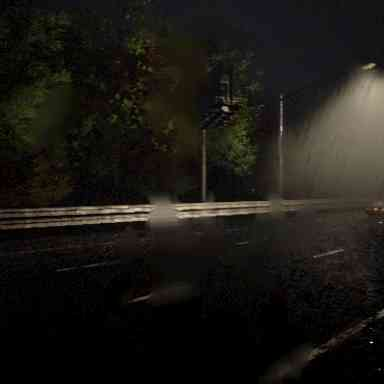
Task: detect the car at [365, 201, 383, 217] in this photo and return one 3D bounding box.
[{"bbox_3d":[16.870,1.440,28.713,5.357,1.411,2.033,0,0,-40],"label":"car"}]
